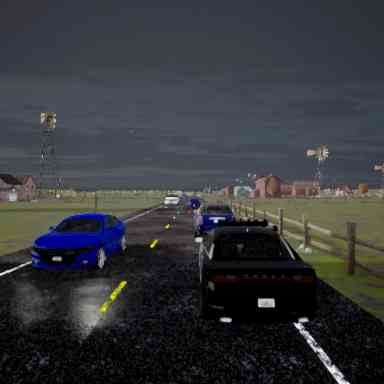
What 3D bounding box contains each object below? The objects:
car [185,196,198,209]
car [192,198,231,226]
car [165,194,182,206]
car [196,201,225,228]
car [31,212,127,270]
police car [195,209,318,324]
[{"bbox_3d":[0.337,1.562,45.321,1.812,1.442,4.674,0,0,1],"label":"car"},{"bbox_3d":[1.168,1.354,17.328,2.097,1.767,4.553,0,0,0],"label":"car"},{"bbox_3d":[-3.238,1.274,54.668,2.150,2.045,5.566,0,0,0],"label":"car"},{"bbox_3d":[1.208,1.463,23.547,1.801,1.575,5.366,0,0,0],"label":"car"},{"bbox_3d":[-3.518,1.478,11.207,1.882,1.535,5.008,0,0,0],"label":"car"},{"bbox_3d":[1.108,1.425,7.466,1.930,1.638,5.238,0,0,0],"label":"police car"}]
